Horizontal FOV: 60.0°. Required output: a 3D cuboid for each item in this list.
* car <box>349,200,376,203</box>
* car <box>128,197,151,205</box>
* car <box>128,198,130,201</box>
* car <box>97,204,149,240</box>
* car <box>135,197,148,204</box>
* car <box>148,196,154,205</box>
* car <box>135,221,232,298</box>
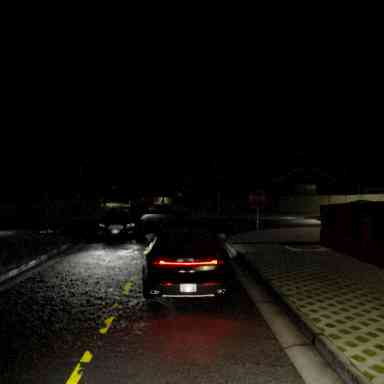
[{"bbox_3d":[11.836,1.260,23.045,5.357,1.411,2.033,-1,1,3],"label":"car"},{"bbox_3d":[-5.747,1.643,36.720,1.812,1.442,4.674,0,0,-9],"label":"car"},{"bbox_3d":[-8.595,1.687,52.471,1.882,1.535,5.008,0,-1,-12],"label":"car"},{"bbox_3d":[-3.574,1.549,17.122,2.128,1.511,4.902,0,-2,-5],"label":"car"},{"bbox_3d":[-11.587,1.805,75.369,2.128,1.511,4.902,0,-1,-18],"label":"car"},{"bbox_3d":[-8.786,1.670,65.644,2.097,1.767,4.553,0,-1,-16],"label":"car"},{"bbox_3d":[-0.147,1.509,8.502,1.837,1.490,4.892,0,0,-2],"label":"car"}]
